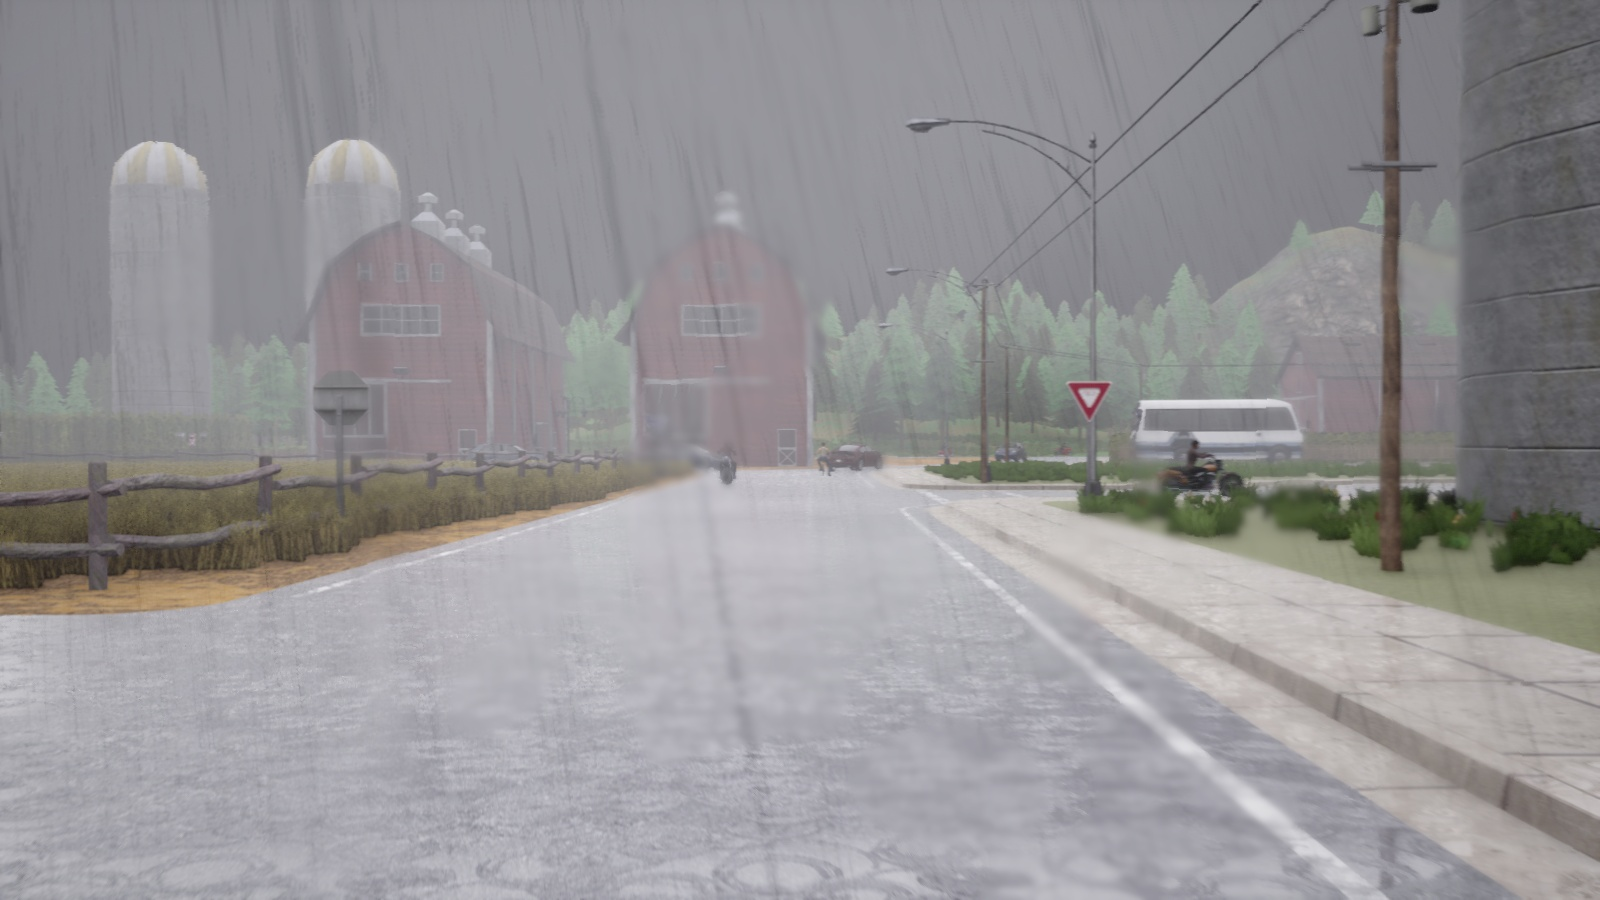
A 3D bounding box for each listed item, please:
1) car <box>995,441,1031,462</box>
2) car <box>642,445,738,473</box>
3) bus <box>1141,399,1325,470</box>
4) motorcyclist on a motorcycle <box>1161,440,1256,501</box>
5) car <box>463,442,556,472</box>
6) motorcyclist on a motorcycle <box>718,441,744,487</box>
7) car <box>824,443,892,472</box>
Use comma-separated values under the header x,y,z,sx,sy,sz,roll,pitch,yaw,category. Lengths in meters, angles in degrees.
x,y,z,sx,sy,sz,roll,pitch,yaw,category
16.536,0.100,97.473,1.851,1.617,3.988,0,0,23,car
-6.070,0.462,69.445,4.792,1.488,2.163,0,0,22,car
26.702,-0.965,78.027,10.273,4.253,3.944,0,1,9,bus
11.206,0.549,34.449,2.350,1.649,0.766,0,1,-2,motorcyclist on a motorcycle
-16.366,0.393,70.920,4.856,1.649,2.033,0,0,-2,car
-2.521,0.508,46.257,0.766,1.649,2.350,0,1,1,motorcyclist on a motorcycle
3.265,0.412,69.625,1.882,1.535,5.008,0,0,26,car
